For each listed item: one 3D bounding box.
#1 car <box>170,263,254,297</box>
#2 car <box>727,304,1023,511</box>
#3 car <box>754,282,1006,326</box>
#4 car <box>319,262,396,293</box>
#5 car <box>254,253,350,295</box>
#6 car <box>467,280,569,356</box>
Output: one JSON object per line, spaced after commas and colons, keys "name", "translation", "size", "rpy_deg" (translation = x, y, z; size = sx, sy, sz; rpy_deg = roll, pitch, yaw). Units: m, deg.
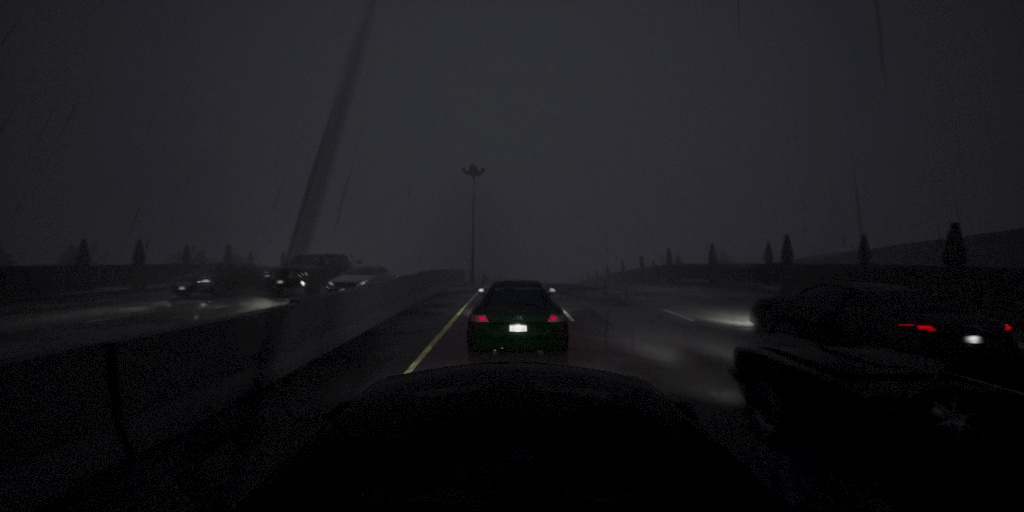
{"name": "car", "translation": [-14.025, 1.126, 17.712], "size": [2.128, 1.511, 4.902], "rpy_deg": [0, -1, 1]}
{"name": "car", "translation": [3.603, 1.337, 2.300], "size": [1.895, 1.301, 4.718], "rpy_deg": [0, 1, 0]}
{"name": "car", "translation": [7.109, 1.230, 7.529], "size": [1.994, 1.385, 4.181], "rpy_deg": [0, 1, 0]}
{"name": "car", "translation": [-7.028, 1.144, 17.304], "size": [1.812, 1.442, 4.674], "rpy_deg": [0, -1, 1]}
{"name": "car", "translation": [-10.512, 0.866, 19.067], "size": [2.150, 2.045, 5.566], "rpy_deg": [0, -1, 1]}
{"name": "car", "translation": [0.111, 1.232, 8.388], "size": [1.994, 1.385, 4.181], "rpy_deg": [0, 1, 0]}
